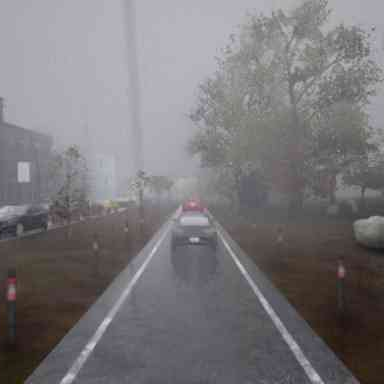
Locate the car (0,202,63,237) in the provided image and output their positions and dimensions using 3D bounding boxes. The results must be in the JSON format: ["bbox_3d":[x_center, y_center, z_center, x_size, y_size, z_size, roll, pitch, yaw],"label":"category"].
[{"bbox_3d":[-8.994,1.374,17.389,2.097,1.535,5.008,0,0,2],"label":"car"}]

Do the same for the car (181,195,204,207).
[{"bbox_3d":[0.098,1.325,34.458,2.150,2.045,5.566,0,0,0],"label":"car"}]

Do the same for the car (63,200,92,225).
[{"bbox_3d":[-9.001,1.409,22.930,2.231,1.521,4.892,0,0,2],"label":"car"}]

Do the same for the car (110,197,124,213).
[{"bbox_3d":[-9.024,1.422,34.868,1.946,1.575,5.366,0,0,2],"label":"car"}]

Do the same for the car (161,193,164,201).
[{"bbox_3d":[-9.076,1.572,83.954,2.231,1.521,4.892,0,-1,-2],"label":"car"}]

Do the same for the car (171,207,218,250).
[{"bbox_3d":[0.096,1.596,14.506,1.812,1.442,4.674,0,0,0],"label":"car"}]

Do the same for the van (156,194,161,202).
[{"bbox_3d":[-9.075,1.346,78.269,1.878,1.987,4.442,0,0,2],"label":"van"}]

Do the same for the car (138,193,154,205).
[{"bbox_3d":[-9.047,1.266,60.553,2.435,2.045,5.566,0,0,1],"label":"car"}]

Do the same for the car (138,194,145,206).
[{"bbox_3d":[-9.036,1.455,50.668,2.097,1.535,5.008,0,0,2],"label":"car"}]

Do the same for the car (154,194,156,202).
[{"bbox_3d":[-9.056,1.568,67.297,2.002,1.452,4.674,0,0,0],"label":"car"}]

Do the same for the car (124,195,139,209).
[{"bbox_3d":[-9.029,1.451,45.121,2.097,1.535,5.008,0,0,2],"label":"car"}]

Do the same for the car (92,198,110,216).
[{"bbox_3d":[-9.008,1.422,28.486,2.097,1.535,5.008,0,-1,2],"label":"car"}]
